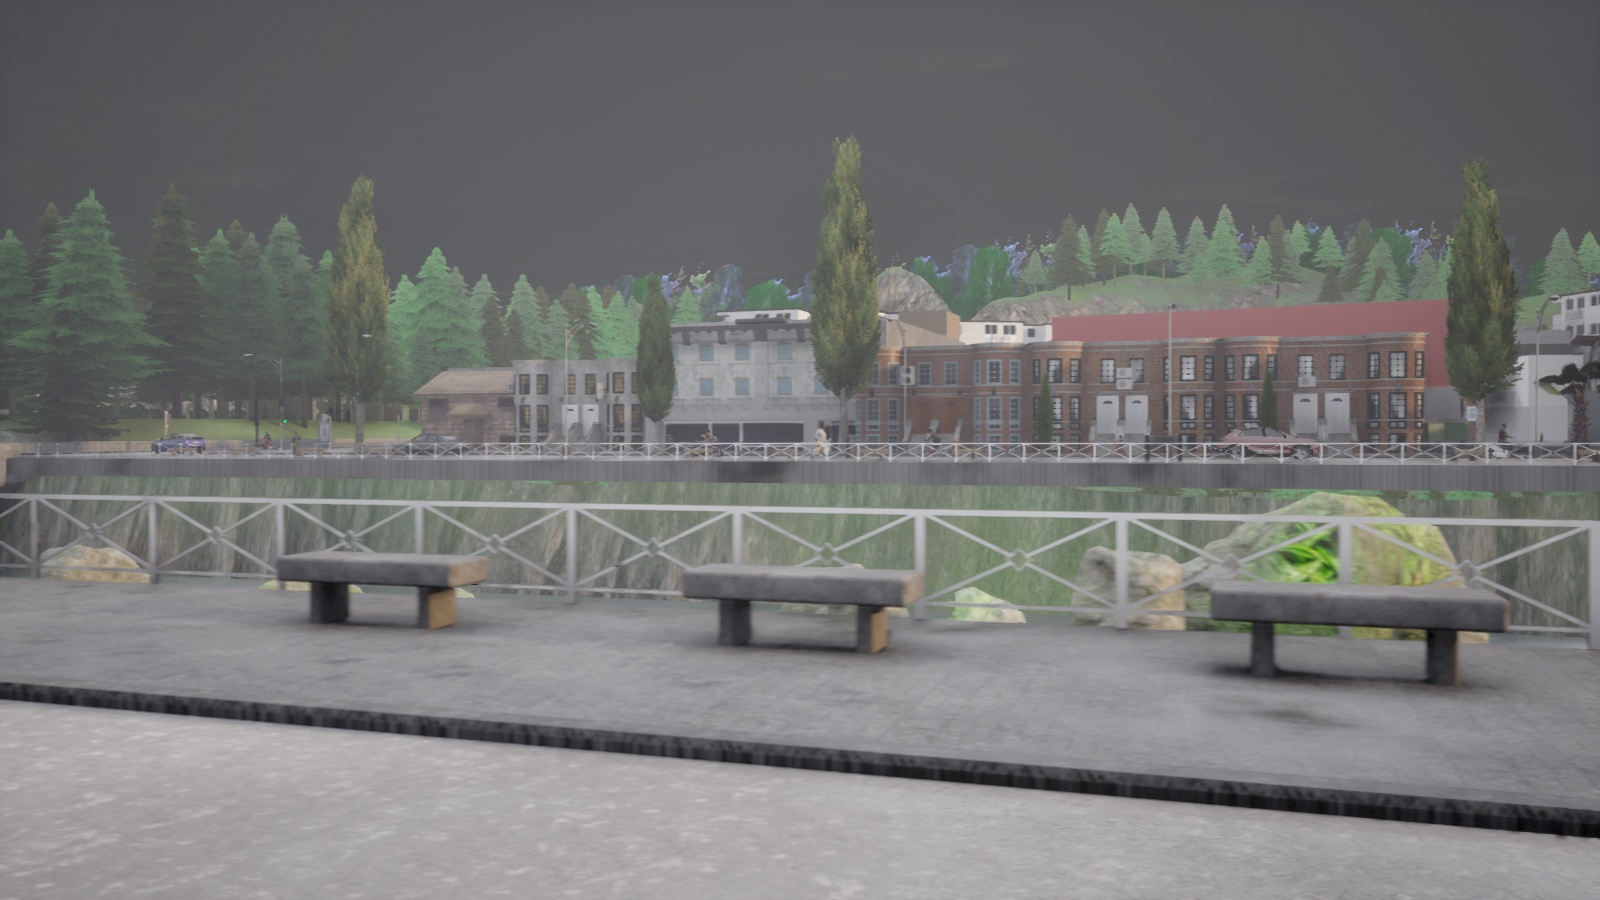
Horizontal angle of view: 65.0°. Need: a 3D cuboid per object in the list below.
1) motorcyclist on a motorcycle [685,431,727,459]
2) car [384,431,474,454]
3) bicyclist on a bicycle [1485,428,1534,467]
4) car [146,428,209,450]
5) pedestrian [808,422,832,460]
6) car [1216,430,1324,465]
[{"bbox_3d":[-5.291,-0.288,70.543,2.191,1.530,0.866,1,1,19],"label":"motorcyclist on a motorcycle"},{"bbox_3d":[-23.912,-0.513,81.015,5.357,1.411,2.033,1,1,19],"label":"car"},{"bbox_3d":[32.646,-0.106,57.801,1.843,1.776,0.659,0,1,19],"label":"bicyclist on a bicycle"},{"bbox_3d":[-43.949,-0.812,88.607,4.514,1.525,2.007,1,1,35],"label":"car"},{"bbox_3d":[0.961,-0.437,60.992,0.900,1.855,0.874,1,1,23],"label":"pedestrian"},{"bbox_3d":[22.792,-0.136,61.111,4.856,1.649,2.033,1,1,19],"label":"car"}]
